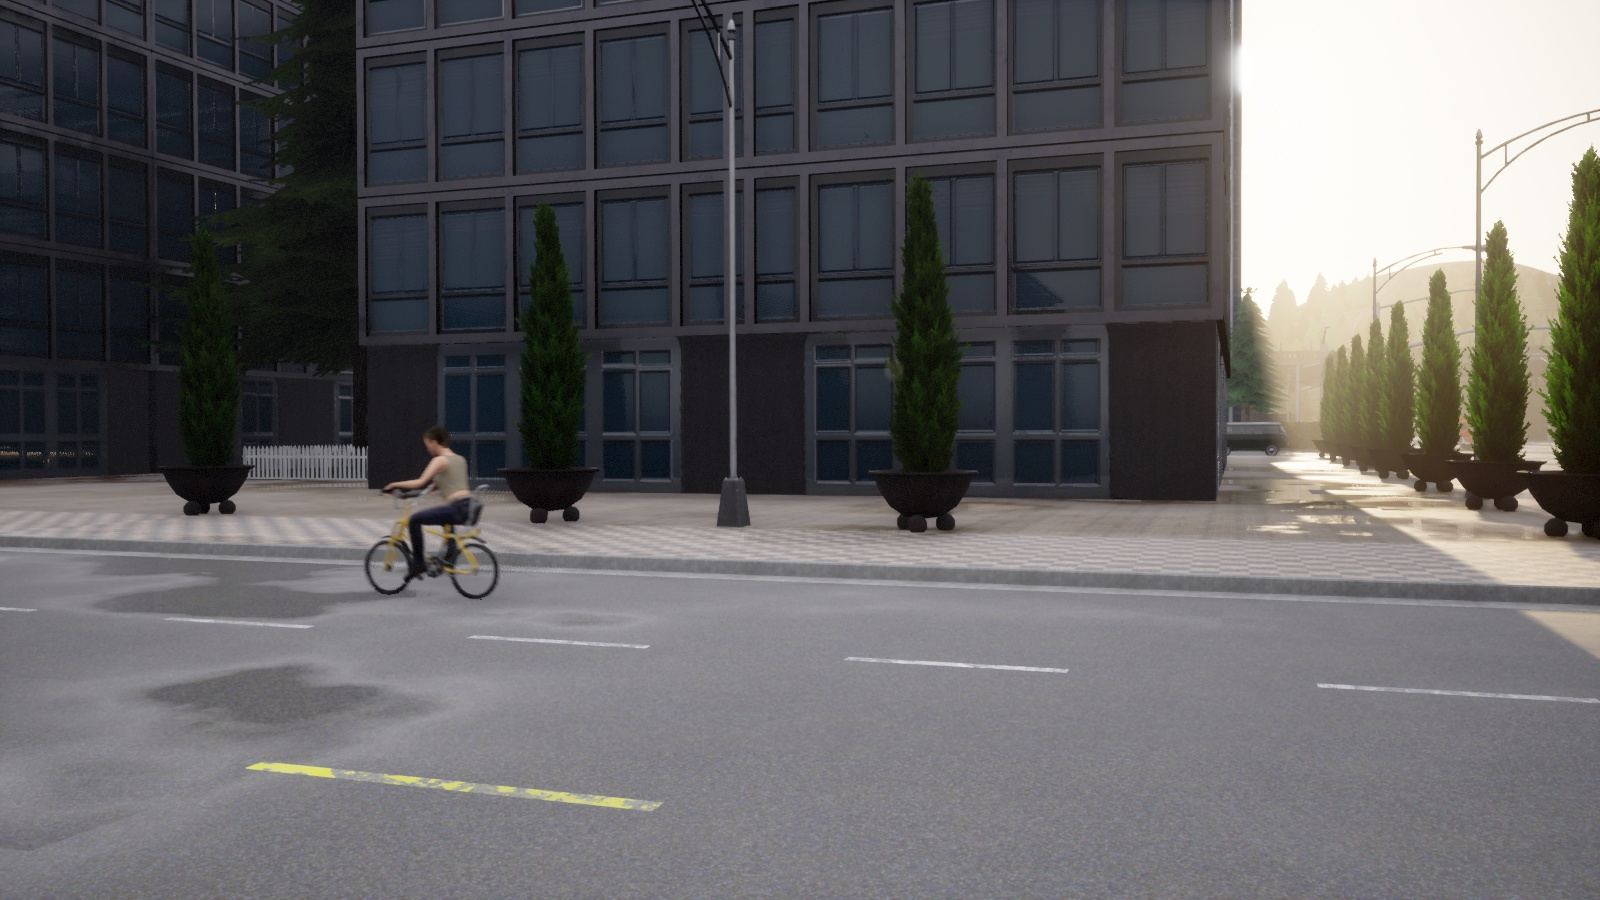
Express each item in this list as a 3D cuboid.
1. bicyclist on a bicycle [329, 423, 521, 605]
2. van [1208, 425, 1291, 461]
[{"bbox_3d":[-3.508,0.561,11.798,1.509,1.612,0.866,1,1,20],"label":"bicyclist on a bicycle"},{"bbox_3d":[25.914,-0.430,72.565,4.442,1.987,1.775,1,1,19],"label":"van"}]
